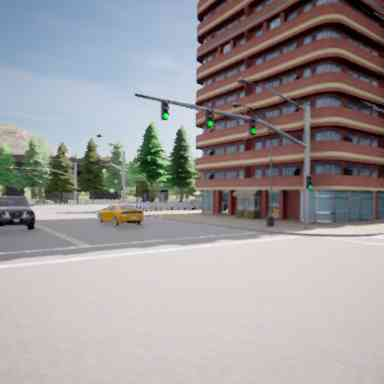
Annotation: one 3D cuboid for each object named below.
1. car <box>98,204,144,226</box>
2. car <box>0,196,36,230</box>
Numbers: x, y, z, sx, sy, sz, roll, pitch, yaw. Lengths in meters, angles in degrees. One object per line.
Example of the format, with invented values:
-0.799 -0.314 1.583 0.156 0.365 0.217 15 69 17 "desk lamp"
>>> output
-5.344 1.612 24.583 1.882 1.535 5.008 1 -1 -35 "car"
-11.398 1.256 20.899 2.150 2.045 5.566 1 -1 -35 "car"
